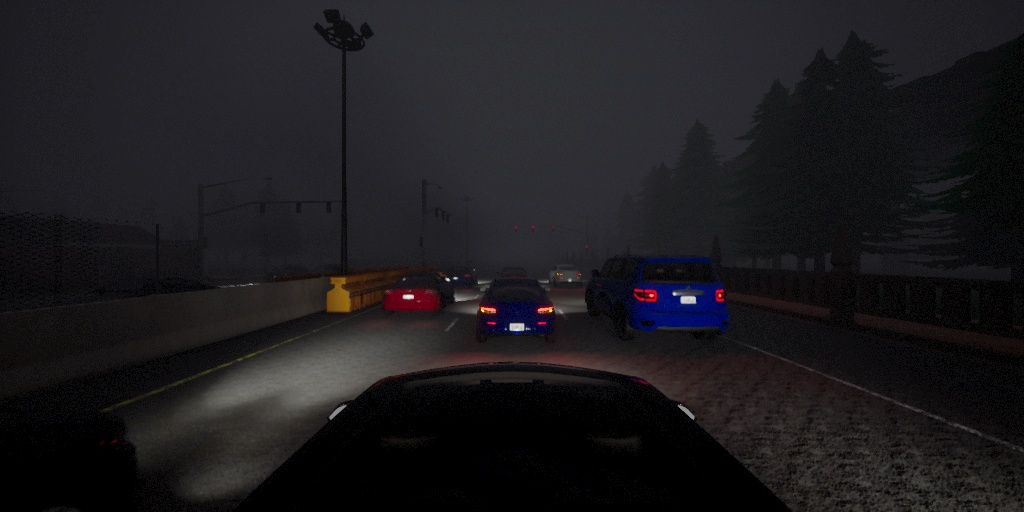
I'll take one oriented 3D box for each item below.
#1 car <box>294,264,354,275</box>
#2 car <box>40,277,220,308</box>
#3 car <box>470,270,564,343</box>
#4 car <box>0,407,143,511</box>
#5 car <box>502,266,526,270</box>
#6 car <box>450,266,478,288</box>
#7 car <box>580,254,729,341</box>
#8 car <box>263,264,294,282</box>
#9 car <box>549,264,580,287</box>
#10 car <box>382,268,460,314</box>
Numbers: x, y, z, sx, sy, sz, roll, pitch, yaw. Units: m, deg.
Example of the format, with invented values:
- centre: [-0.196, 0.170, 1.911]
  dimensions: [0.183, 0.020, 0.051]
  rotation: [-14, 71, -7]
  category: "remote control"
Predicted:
- centre: [-14.005, 1.297, 27.705]
  dimensions: [2.033, 1.411, 5.357]
  rotation: [0, 0, 0]
  category: "car"
- centre: [-10.595, 1.314, 10.359]
  dimensions: [1.994, 1.385, 4.181]
  rotation: [0, 0, 0]
  category: "car"
- centre: [0.094, 1.276, 9.583]
  dimensions: [1.812, 1.442, 4.674]
  rotation: [0, 0, 0]
  category: "car"
- centre: [-3.402, 1.242, 0.357]
  dimensions: [2.128, 1.511, 4.902]
  rotation: [0, 0, 0]
  category: "car"
- centre: [0.101, 1.276, 19.479]
  dimensions: [1.812, 1.442, 4.674]
  rotation: [0, 0, 0]
  category: "car"
- centre: [-3.401, 1.314, 23.705]
  dimensions: [1.994, 1.385, 4.181]
  rotation: [0, 0, 1]
  category: "car"
- centre: [3.600, 0.974, 9.998]
  dimensions: [2.150, 2.045, 5.566]
  rotation: [0, 0, 0]
  category: "car"
- centre: [-17.514, 1.358, 28.268]
  dimensions: [1.994, 1.385, 4.181]
  rotation: [0, 0, -3]
  category: "car"
- centre: [3.598, 1.276, 24.555]
  dimensions: [1.812, 1.442, 4.674]
  rotation: [0, 0, 0]
  category: "car"
- centre: [-3.395, 1.312, 13.695]
  dimensions: [1.994, 1.385, 4.181]
  rotation: [0, 0, -1]
  category: "car"
